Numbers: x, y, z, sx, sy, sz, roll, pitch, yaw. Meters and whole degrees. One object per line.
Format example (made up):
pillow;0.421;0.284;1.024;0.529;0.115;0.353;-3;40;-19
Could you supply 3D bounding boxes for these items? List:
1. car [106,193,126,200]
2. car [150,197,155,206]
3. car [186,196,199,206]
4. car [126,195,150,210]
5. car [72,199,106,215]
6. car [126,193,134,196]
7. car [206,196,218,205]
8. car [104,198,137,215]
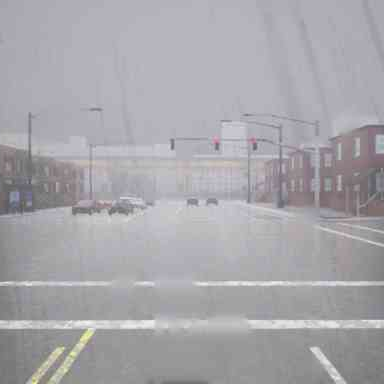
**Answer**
car;-10.609;1.352;44.019;2.097;1.767;4.553;0;0;0
car;-7.098;1.547;53.908;2.033;1.411;5.357;0;0;1
car;0.081;1.477;56.335;1.882;1.535;5.008;0;0;0
car;-7.104;1.526;43.626;1.812;1.442;4.674;0;0;0
car;-10.611;1.478;33.853;1.882;1.535;5.008;0;0;0
car;-10.604;1.221;54.576;2.150;2.045;5.566;0;0;-1
car;3.477;1.505;58.450;1.837;1.490;4.892;0;0;0
car;-7.109;1.601;33.628;1.895;1.301;4.718;0;0;0
